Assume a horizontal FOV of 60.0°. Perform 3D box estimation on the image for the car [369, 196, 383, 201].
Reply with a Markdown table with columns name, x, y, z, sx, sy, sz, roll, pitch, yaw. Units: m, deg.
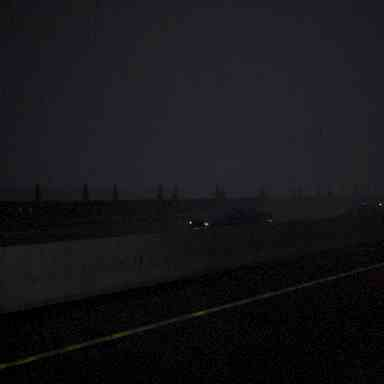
| name | x | y | z | sx | sy | sz | roll | pitch | yaw |
| --- | --- | --- | --- | --- | --- | --- | --- | --- | --- |
| car | 21.039 | 1.225 | 37.027 | 4.553 | 1.767 | 2.097 | 0 | 0 | -37 |

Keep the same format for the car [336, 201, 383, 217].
| name | x | y | z | sx | sy | sz | roll | pitch | yaw |
| --- | --- | --- | --- | --- | --- | --- | --- | --- | --- |
| car | 10.565 | 1.497 | 20.359 | 4.181 | 1.385 | 1.994 | 0 | 0 | -37 |

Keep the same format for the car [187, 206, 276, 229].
| name | x | y | z | sx | sy | sz | roll | pitch | yaw |
| --- | --- | --- | --- | --- | --- | --- | --- | --- | --- |
| car | 2.360 | 1.506 | 18.633 | 5.357 | 1.411 | 2.033 | 0 | 0 | -36 |
